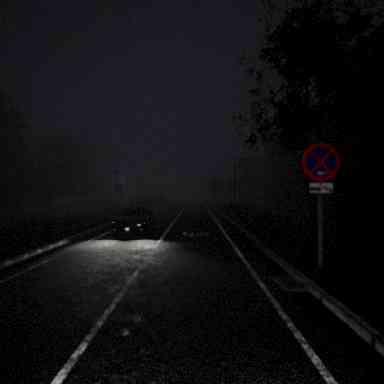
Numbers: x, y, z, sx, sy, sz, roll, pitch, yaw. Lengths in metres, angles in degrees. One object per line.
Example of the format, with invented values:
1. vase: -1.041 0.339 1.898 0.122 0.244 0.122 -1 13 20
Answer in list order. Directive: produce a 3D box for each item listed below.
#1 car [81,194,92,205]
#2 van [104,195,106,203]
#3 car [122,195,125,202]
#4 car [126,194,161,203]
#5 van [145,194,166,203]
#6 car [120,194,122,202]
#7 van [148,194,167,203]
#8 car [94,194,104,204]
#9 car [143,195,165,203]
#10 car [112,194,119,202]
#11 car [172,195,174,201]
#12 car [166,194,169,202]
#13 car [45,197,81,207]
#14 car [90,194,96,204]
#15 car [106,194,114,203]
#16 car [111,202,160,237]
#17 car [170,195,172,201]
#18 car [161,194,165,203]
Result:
1. car: -21.339 1.597 59.956 5.008 1.535 2.097 0 0 1
2. van: -21.335 1.461 71.094 4.442 1.987 1.878 0 -1 1
3. car: -21.093 1.891 87.803 4.792 1.488 2.163 0 -1 1
4. car: -8.279 1.539 57.009 4.892 1.521 2.231 0 0 1
5. van: -7.996 1.444 73.824 4.442 1.987 1.878 0 -1 1
6. car: -21.060 1.862 85.017 4.792 1.488 2.163 0 -1 1
7. van: -8.176 1.503 79.433 4.442 1.987 1.878 0 -1 1
8. car: -21.215 1.535 68.312 4.553 1.767 2.185 0 -1 1
9. car: -8.107 1.515 71.020 4.553 1.767 2.185 0 -1 1
10. car: -20.954 1.770 79.446 5.366 1.575 1.946 0 -1 1
11. car: -8.038 1.535 85.039 5.566 2.045 2.435 0 -1 1
12. car: -8.196 1.364 68.221 5.566 2.045 2.435 0 -1 1
13. car: -21.389 1.573 54.388 5.008 1.535 2.097 0 0 1
14. car: -21.306 1.656 62.743 4.674 1.452 2.002 0 0 1
15. car: -21.162 1.785 76.662 4.674 1.452 2.002 0 -1 1
16. car: -3.083 1.526 18.353 1.837 1.490 4.892 0 0 1
17. car: -8.029 1.757 82.232 5.008 1.535 2.097 0 -1 1
18. car: -8.284 1.300 59.812 5.566 2.045 2.435 0 0 1
